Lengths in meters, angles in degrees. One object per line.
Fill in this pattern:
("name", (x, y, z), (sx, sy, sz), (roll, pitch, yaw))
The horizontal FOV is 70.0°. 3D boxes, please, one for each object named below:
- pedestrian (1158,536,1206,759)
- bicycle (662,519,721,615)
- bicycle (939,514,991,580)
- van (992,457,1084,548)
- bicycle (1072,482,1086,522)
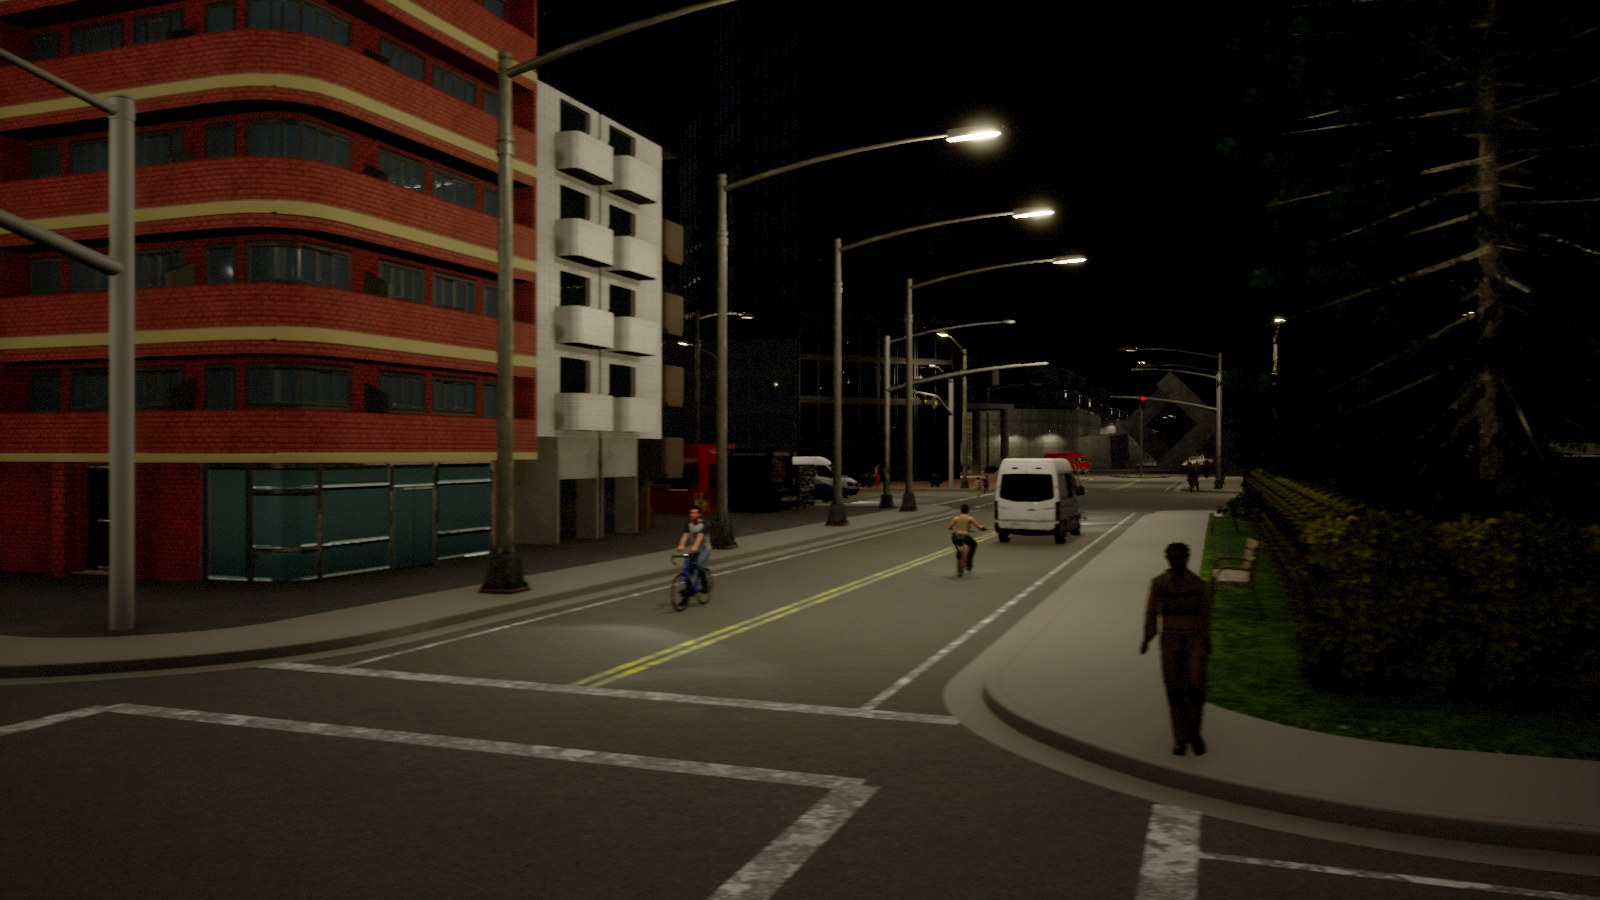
("pedestrian", (3.335, 1.699, 9.967), (0.375, 1.860, 0.375), (0, 0, 21))
("bicycle", (-1.898, 2.043, 20.255), (0.373, 1.521, 1.643), (0, 0, 20))
("bicycle", (3.701, 2.144, 25.522), (0.859, 1.301, 1.487), (0, 1, 20))
("van", (7.621, 1.534, 36.074), (1.988, 2.561, 5.915), (0, 0, 20))
("bicycle", (11.081, 2.048, 45.367), (0.329, 1.496, 1.835), (0, 0, 21))
